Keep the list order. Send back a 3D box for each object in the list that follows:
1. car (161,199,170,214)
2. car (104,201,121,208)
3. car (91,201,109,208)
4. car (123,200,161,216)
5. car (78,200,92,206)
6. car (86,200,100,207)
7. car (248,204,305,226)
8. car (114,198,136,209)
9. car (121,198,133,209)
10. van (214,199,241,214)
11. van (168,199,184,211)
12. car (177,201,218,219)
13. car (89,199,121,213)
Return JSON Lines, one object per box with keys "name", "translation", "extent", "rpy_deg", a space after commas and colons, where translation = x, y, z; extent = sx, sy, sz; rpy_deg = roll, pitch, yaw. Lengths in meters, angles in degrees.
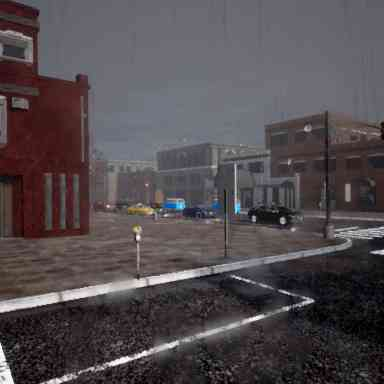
{"name": "car", "translation": [-5.188, 2.034, 42.446], "extent": [1.837, 1.490, 4.892], "rpy_deg": [-1, 0, -36]}
{"name": "car", "translation": [-16.007, 2.433, 67.070], "extent": [1.802, 1.307, 4.206], "rpy_deg": [-2, 0, -36]}
{"name": "car", "translation": [-18.227, 2.442, 65.738], "extent": [1.994, 1.385, 4.181], "rpy_deg": [-1, 0, -36]}
{"name": "car", "translation": [-6.001, 2.048, 39.187], "extent": [1.752, 1.417, 4.829], "rpy_deg": [-2, 0, -36]}
{"name": "car", "translation": [-26.114, 2.623, 80.924], "extent": [1.752, 1.417, 4.829], "rpy_deg": [-2, 0, -36]}
{"name": "car", "translation": [-22.677, 2.595, 76.215], "extent": [1.802, 1.307, 4.206], "rpy_deg": [-2, 0, -36]}
{"name": "car", "translation": [6.562, 1.750, 26.316], "extent": [1.837, 1.490, 4.892], "rpy_deg": [-1, 0, -36]}
{"name": "car", "translation": [-12.679, 2.085, 62.497], "extent": [2.192, 1.841, 5.009], "rpy_deg": [-2, 0, -36]}
{"name": "car", "translation": [-11.423, 2.191, 56.408], "extent": [1.882, 1.535, 5.008], "rpy_deg": [-1, 0, -36]}
{"name": "van", "translation": [3.997, 1.707, 39.636], "extent": [1.690, 1.788, 3.998], "rpy_deg": [-2, 0, -36]}
{"name": "van", "translation": [-2.673, 1.869, 48.780], "extent": [1.690, 1.788, 3.998], "rpy_deg": [-2, 0, -36]}
{"name": "car", "translation": [0.740, 1.950, 34.318], "extent": [1.994, 1.385, 4.181], "rpy_deg": [-1, 0, -35]}
{"name": "car", "translation": [-12.777, 2.001, 48.468], "extent": [2.192, 1.841, 5.009], "rpy_deg": [-2, 0, -36]}
